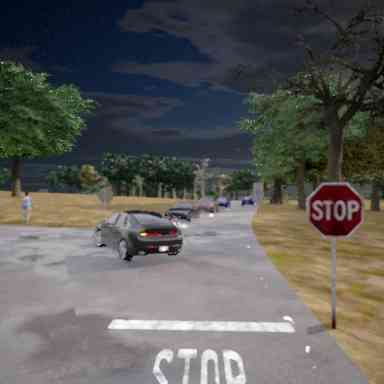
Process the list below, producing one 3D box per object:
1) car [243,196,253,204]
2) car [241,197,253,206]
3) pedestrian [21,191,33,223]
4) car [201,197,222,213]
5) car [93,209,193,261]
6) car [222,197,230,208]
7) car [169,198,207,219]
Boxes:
[{"bbox_3d":[11.136,1.650,66.289,1.882,1.535,5.008,0,-1,9],"label":"car"},{"bbox_3d":[9.377,1.555,56.105,1.882,1.535,5.008,0,0,11],"label":"car"},{"bbox_3d":[-9.574,0.857,19.213,0.375,1.860,0.375,0,-3,3],"label":"pedestrian"},{"bbox_3d":[1.581,1.316,35.490,2.097,1.767,4.553,0,0,13],"label":"car"},{"bbox_3d":[-2.109,1.431,12.131,1.837,1.490,4.892,2,0,-31],"label":"car"},{"bbox_3d":[4.368,1.502,47.544,1.882,1.535,5.008,0,0,12],"label":"car"},{"bbox_3d":[-0.530,1.467,25.739,2.033,1.411,5.357,0,0,13],"label":"car"}]
